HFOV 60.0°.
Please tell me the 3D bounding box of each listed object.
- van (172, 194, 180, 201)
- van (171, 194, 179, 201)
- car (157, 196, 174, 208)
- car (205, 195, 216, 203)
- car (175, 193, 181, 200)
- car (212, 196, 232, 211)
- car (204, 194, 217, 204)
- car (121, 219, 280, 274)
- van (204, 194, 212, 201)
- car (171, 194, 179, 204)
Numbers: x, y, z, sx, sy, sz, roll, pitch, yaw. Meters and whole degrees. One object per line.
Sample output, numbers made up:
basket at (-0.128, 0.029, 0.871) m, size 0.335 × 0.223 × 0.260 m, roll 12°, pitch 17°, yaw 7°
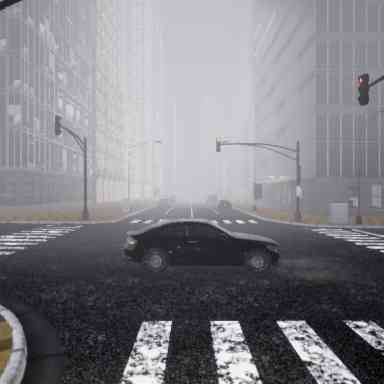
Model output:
van at (-4.124, 1.314, 85.976) m, size 1.690 × 1.788 × 3.998 m, roll 0°, pitch 0°, yaw 0°
van at (-4.105, 1.321, 80.448) m, size 1.690 × 1.788 × 3.998 m, roll 0°, pitch 0°, yaw 0°
car at (-3.990, 1.592, 47.283) m, size 1.802 × 1.307 × 4.206 m, roll 0°, pitch 0°, yaw 0°
car at (3.814, 1.432, 69.421) m, size 1.967 × 1.590 × 4.097 m, roll 0°, pitch 0°, yaw 0°
car at (-4.086, 1.426, 74.921) m, size 1.967 × 1.590 × 4.097 m, roll 0°, pitch 0°, yaw 0°
car at (3.959, 1.579, 41.784) m, size 1.947 × 1.339 × 4.313 m, roll 0°, pitch 0°, yaw 0°
car at (3.833, 1.312, 63.892) m, size 2.192 × 1.841 × 5.009 m, roll 0°, pitch 0°, yaw 0°
car at (0.258, 1.556, 10.048) m, size 4.674 × 1.442 × 1.812 m, roll 1°, pitch 0°, yaw -3°
van at (3.775, 1.320, 80.476) m, size 1.690 × 1.788 × 3.998 m, roll 0°, pitch 0°, yaw 0°
car at (-4.047, 1.563, 63.866) m, size 1.947 × 1.339 × 4.313 m, roll 0°, pitch 0°, yaw 0°
